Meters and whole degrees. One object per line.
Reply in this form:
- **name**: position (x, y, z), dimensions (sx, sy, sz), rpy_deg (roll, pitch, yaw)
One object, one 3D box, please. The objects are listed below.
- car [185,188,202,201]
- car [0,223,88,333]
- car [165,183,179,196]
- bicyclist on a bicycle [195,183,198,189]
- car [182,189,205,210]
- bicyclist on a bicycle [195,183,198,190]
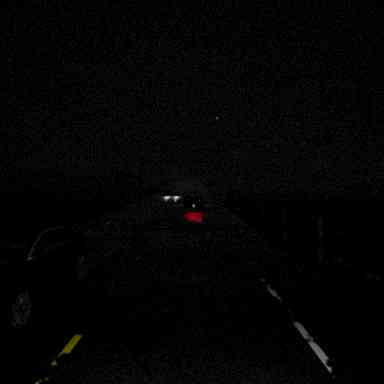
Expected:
- **car**: position (0.180, 0.299, 45.354), dimensions (2.128, 1.511, 4.902), rpy_deg (0, 2, 0)
- **car**: position (-3.587, 1.434, 6.724), dimensions (2.128, 1.511, 4.902), rpy_deg (0, 0, 0)
- **car**: position (-3.450, -0.431, 57.291), dimensions (2.150, 2.045, 5.566), rpy_deg (0, 2, 1)
- **bicyclist on a bicycle**: position (1.095, -0.960, 74.041), dimensions (0.582, 1.620, 1.656), rpy_deg (0, 3, 0)
- **car**: position (0.156, 0.820, 30.812), dimensions (1.837, 1.490, 4.892), rpy_deg (0, 2, 0)
- **bicyclist on a bicycle**: position (1.111, -1.443, 83.028), dimensions (0.582, 1.620, 1.656), rpy_deg (0, 3, 0)
